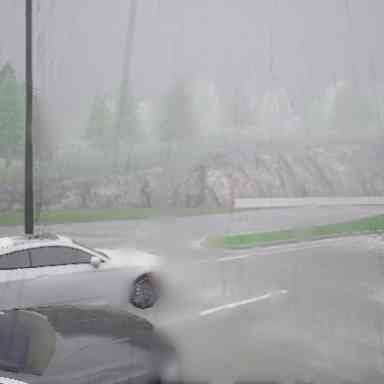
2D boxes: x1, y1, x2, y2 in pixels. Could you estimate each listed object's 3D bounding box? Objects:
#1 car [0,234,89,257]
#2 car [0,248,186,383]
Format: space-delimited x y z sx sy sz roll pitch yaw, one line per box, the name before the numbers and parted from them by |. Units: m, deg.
car | -2.643 1.525 6.157 4.674 1.442 1.812 0 0 -35
car | -2.278 1.492 2.121 4.902 1.511 2.128 0 0 -35
